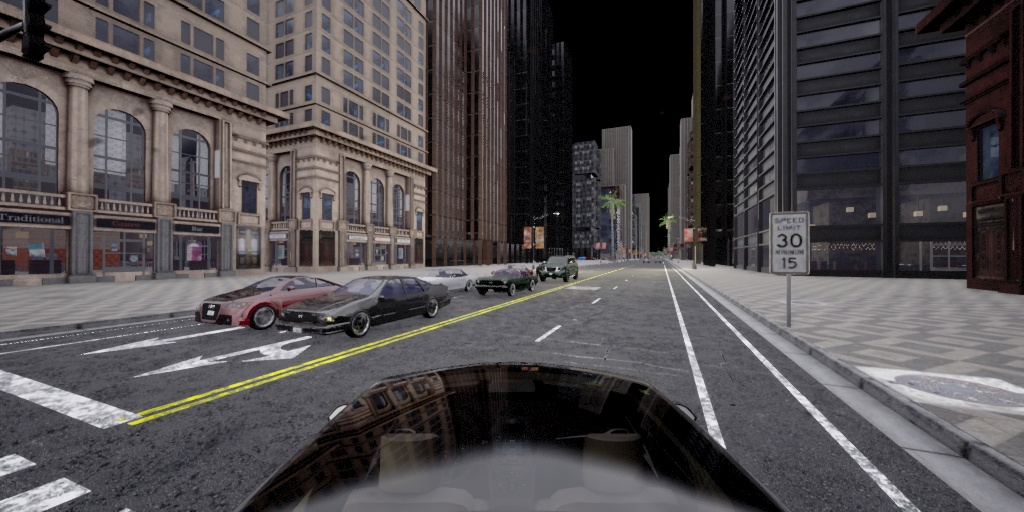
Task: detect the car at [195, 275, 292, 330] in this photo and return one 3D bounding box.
[{"bbox_3d":[-7.135,1.316,11.247,1.994,1.385,4.181,0,0,23],"label":"car"}]

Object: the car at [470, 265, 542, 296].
[{"bbox_3d":[-0.177,1.358,19.479,1.895,1.301,4.718,0,0,23],"label":"car"}]

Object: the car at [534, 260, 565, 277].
[{"bbox_3d":[4.051,1.251,37.925,1.882,1.535,5.008,0,0,23],"label":"car"}]

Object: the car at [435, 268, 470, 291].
[{"bbox_3d":[-3.762,1.357,19.332,1.895,1.301,4.718,0,0,23],"label":"car"}]

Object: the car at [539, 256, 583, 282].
[{"bbox_3d":[3.951,0.987,29.347,2.150,2.045,5.566,0,0,22],"label":"car"}]

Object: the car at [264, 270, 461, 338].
[{"bbox_3d":[-3.874,1.299,10.631,2.033,1.411,5.357,0,0,23],"label":"car"}]
